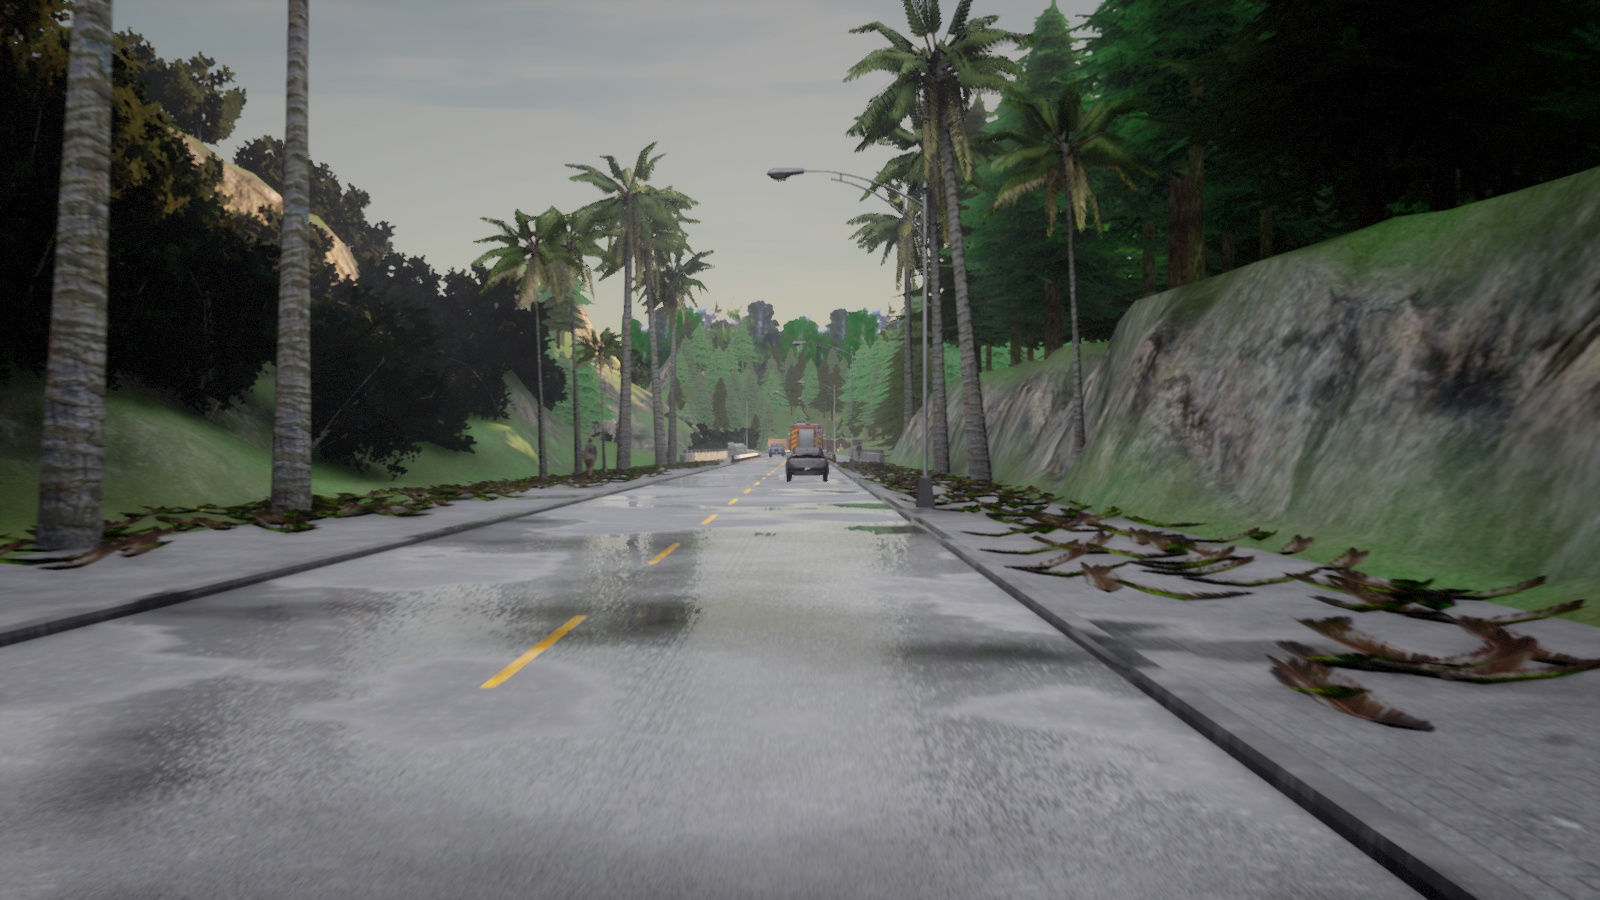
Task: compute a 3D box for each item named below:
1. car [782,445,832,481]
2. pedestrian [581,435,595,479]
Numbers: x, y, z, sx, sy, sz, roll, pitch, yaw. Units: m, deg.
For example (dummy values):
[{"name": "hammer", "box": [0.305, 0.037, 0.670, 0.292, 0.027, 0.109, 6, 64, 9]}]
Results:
[{"name": "car", "box": [0.318, 0.554, 55.922, 2.128, 1.511, 4.902, 0, 0, 0]}, {"name": "pedestrian", "box": [-9.025, 0.297, 53.527, 0.540, 1.848, 0.694, 0, 0, -13]}]
